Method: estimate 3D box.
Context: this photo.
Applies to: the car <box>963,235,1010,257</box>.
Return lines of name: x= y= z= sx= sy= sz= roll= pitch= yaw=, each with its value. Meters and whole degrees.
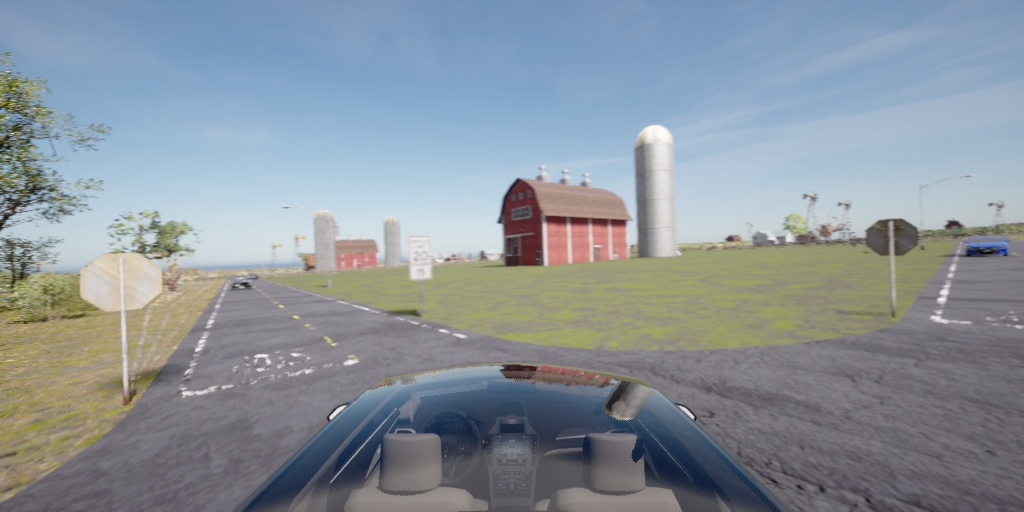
car: x=35.257 y=-0.759 z=26.708 sx=5.008 sy=1.535 sz=1.882 roll=-4 pitch=1 yaw=-38

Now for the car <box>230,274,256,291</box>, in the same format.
car: x=-29.056 y=2.962 z=38.448 sx=1.895 sy=1.301 sz=4.718 roll=-2 pitch=-1 yaw=-38
